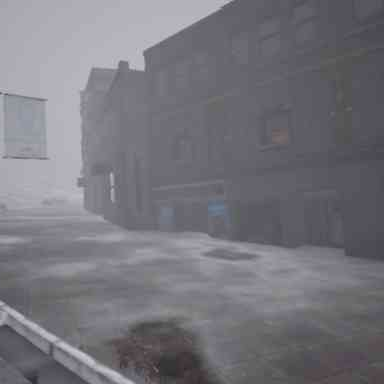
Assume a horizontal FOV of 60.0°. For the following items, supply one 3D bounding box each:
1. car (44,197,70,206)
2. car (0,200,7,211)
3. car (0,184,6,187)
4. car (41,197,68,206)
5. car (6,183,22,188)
[{"bbox_3d":[-25.059,1.718,61.896,1.882,1.535,5.008,-4,-1,13],"label":"car"},{"bbox_3d":[-21.638,1.445,35.893,1.837,1.490,4.892,-3,0,-10],"label":"car"},{"bbox_3d":[-46.271,-1.493,77.285,2.002,1.452,4.674,-4,-3,8],"label":"car"},{"bbox_3d":[-22.953,1.533,55.124,1.837,1.490,4.892,-4,-1,13],"label":"car"},{"bbox_3d":[-45.596,-1.330,82.662,2.231,1.521,4.892,-4,-3,7],"label":"car"}]
